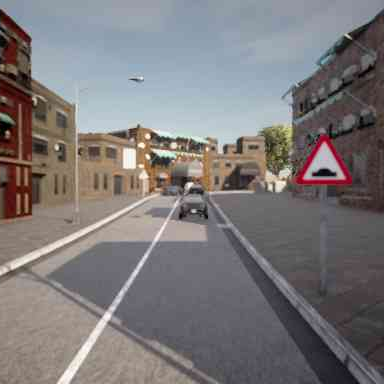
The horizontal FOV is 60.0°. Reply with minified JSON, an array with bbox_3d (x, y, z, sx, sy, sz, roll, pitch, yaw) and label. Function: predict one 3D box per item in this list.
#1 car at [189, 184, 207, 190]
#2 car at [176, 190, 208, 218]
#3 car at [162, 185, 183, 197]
[{"bbox_3d":[0.778,-0.232,42.062,1.882,1.535,5.008,0,3,9],"label":"car"},{"bbox_3d":[0.101,0.869,22.491,1.812,1.442,4.674,0,3,0],"label":"car"},{"bbox_3d":[-2.407,-0.141,42.302,1.994,1.385,4.181,0,3,12],"label":"car"}]
